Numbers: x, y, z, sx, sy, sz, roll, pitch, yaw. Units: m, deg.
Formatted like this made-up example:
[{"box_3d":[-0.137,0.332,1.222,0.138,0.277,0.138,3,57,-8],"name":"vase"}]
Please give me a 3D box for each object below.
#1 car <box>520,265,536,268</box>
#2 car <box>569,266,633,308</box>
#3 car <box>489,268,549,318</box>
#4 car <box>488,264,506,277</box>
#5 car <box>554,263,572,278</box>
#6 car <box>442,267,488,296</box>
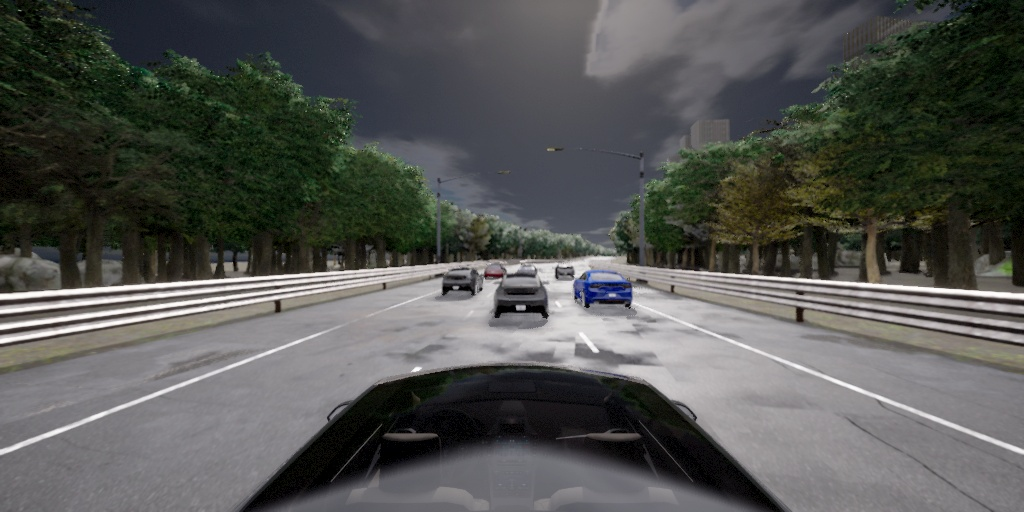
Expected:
[{"box_3d":[1.396,1.518,31.980,2.033,1.411,5.357,0,0,5],"name":"car"},{"box_3d":[3.960,1.381,16.255,1.882,1.535,5.008,0,-1,2],"name":"car"},{"box_3d":[0.363,1.385,13.749,1.837,1.490,4.892,0,0,2],"name":"car"},{"box_3d":[-1.664,1.528,37.037,1.994,1.385,4.181,0,0,5],"name":"car"},{"box_3d":[5.300,1.450,36.344,2.128,1.511,4.902,0,0,5],"name":"car"},{"box_3d":[-2.812,1.444,21.168,1.837,1.490,4.892,0,-1,3],"name":"car"}]
